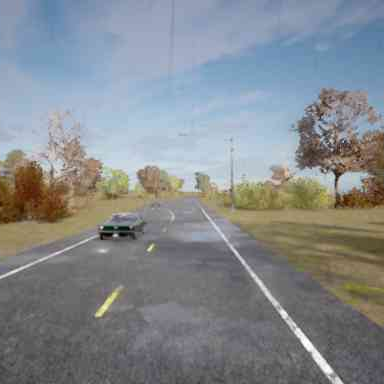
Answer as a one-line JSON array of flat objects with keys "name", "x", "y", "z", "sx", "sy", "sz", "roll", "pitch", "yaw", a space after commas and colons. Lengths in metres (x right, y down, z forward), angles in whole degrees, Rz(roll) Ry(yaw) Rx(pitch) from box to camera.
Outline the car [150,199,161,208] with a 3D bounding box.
[{"name": "car", "x": -6.605, "y": 2.101, "z": 60.803, "sx": 1.837, "sy": 1.490, "sz": 4.892, "roll": 0, "pitch": 0, "yaw": -5}]

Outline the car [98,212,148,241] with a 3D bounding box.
[{"name": "car", "x": -3.634, "y": 1.796, "z": 18.084, "sx": 1.895, "sy": 1.301, "sz": 4.718, "roll": 0, "pitch": -1, "yaw": 0}]
